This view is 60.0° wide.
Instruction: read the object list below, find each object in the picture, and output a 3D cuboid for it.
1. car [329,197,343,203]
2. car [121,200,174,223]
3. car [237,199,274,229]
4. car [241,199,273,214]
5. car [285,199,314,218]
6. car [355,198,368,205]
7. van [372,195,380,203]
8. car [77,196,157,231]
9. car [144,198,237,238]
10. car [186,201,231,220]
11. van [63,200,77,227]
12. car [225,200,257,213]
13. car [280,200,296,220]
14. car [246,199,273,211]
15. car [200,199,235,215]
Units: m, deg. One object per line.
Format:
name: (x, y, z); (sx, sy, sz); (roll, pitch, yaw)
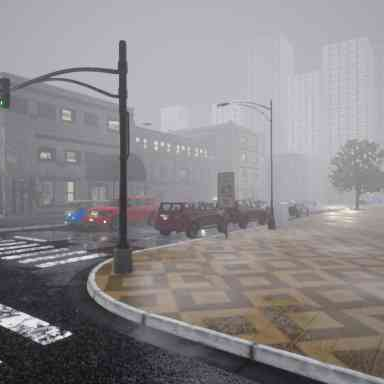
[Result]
car: (34.796, 1.915, 81.249); (2.008, 1.369, 4.403); (-1, -1, 35)
car: (-3.543, 1.531, 27.173); (1.967, 1.590, 4.097); (-1, -1, 35)
car: (3.294, 1.368, 22.330); (2.192, 1.841, 5.009); (-1, -1, 35)
car: (7.581, 1.639, 38.355); (1.837, 1.490, 4.892); (0, 0, 36)
car: (9.686, 1.657, 31.341); (1.947, 1.339, 4.313); (-1, -1, 35)
car: (32.050, 1.801, 62.885); (2.008, 1.369, 4.403); (-1, -1, 35)
van: (44.828, 1.694, 80.914); (1.690, 1.788, 3.998); (-1, -1, 35)
car: (-4.285, 1.285, 21.647); (2.150, 2.045, 5.566); (0, 0, 35)
car: (0.099, 1.350, 17.823); (2.192, 1.841, 5.009); (-1, -1, 35)
car: (1.550, 1.622, 29.858); (1.812, 1.442, 4.674); (0, 0, 36)
van: (-6.738, 1.414, 22.668); (1.690, 1.788, 3.998); (-1, 0, 35)
car: (6.042, 1.701, 40.691); (2.008, 1.369, 4.403); (-1, -1, 35)
car: (6.490, 1.616, 26.834); (1.887, 1.381, 4.507); (-1, -1, 35)
car: (9.237, 1.722, 45.198); (2.008, 1.369, 4.403); (-1, -1, 35)
car: (2.847, 1.570, 36.187); (1.967, 1.590, 4.097); (-1, -1, 35)
